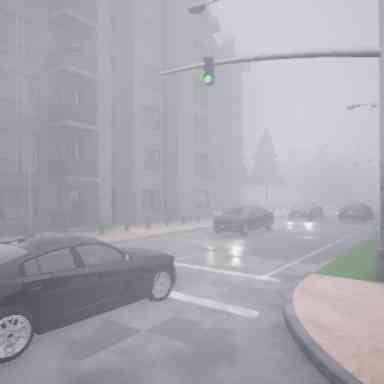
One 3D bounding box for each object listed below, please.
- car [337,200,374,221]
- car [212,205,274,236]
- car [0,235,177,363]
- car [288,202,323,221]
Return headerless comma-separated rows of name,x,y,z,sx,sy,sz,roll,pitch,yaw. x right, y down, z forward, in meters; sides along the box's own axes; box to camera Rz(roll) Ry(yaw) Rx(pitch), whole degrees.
car,13.459,1.585,27.200,1.994,1.385,4.181,-1,0,37
car,3.072,1.549,19.376,1.882,1.535,5.008,-1,0,37
car,-2.334,1.544,6.197,1.882,1.535,5.008,-1,0,37
car,9.731,1.580,28.196,1.812,1.442,4.674,-1,0,37
